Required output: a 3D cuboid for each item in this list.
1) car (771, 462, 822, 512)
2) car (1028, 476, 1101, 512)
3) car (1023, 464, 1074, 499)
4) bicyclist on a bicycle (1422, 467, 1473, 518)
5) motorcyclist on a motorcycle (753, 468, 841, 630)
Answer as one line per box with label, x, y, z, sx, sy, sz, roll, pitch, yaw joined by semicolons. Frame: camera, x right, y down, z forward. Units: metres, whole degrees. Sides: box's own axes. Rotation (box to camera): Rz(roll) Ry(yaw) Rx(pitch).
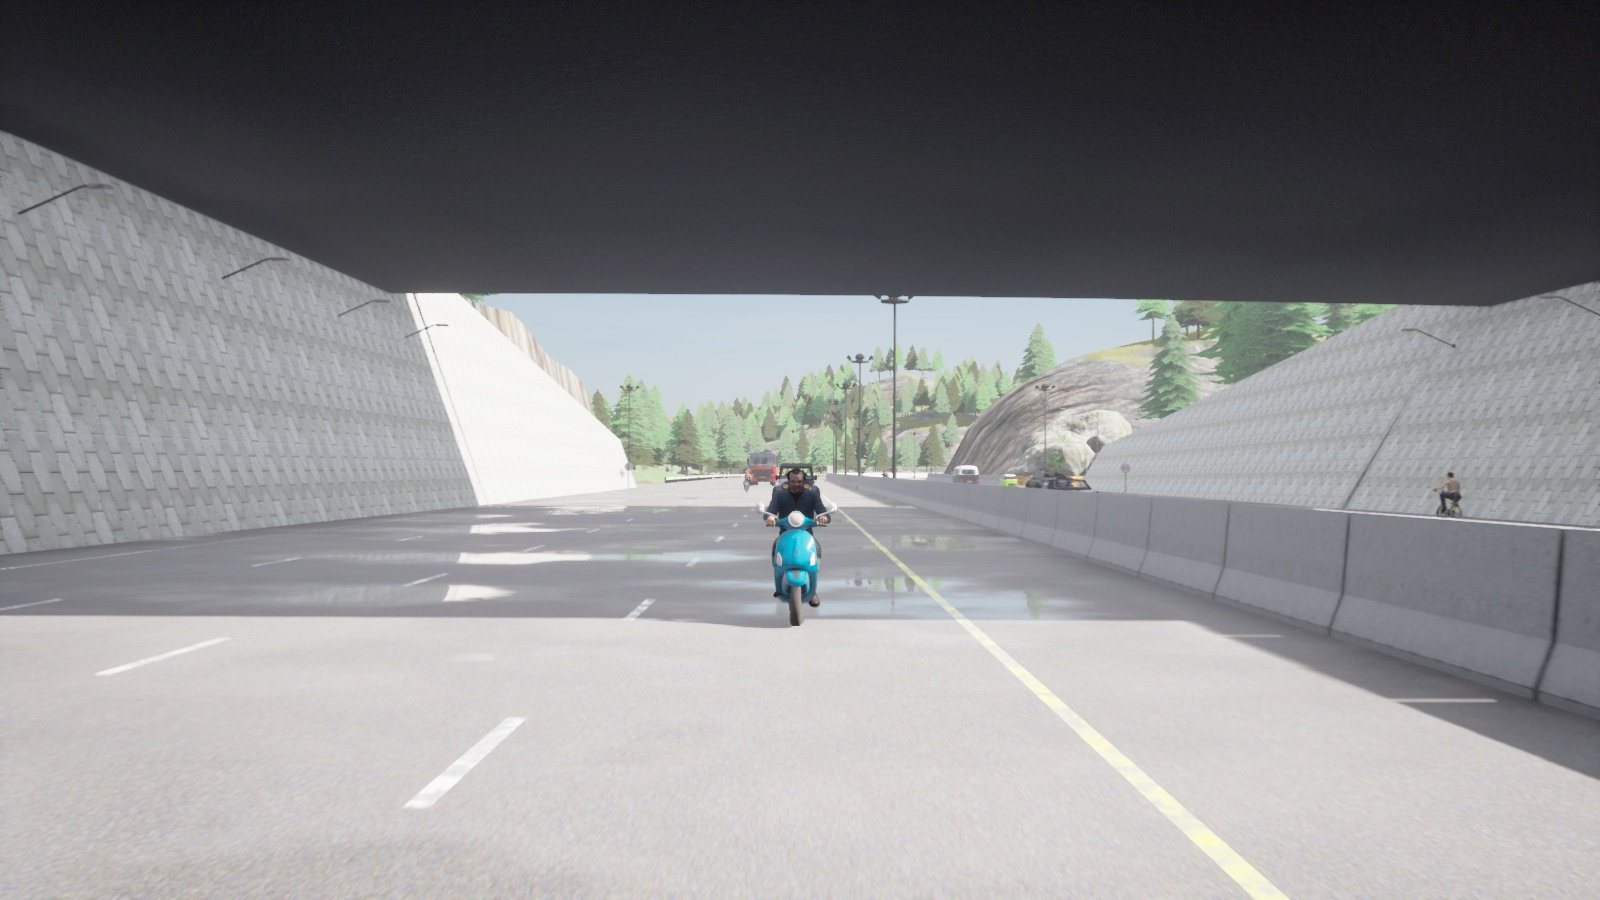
car;-0.139;1.440;49.502;1.905;1.878;3.866;0;-1;0
car;10.362;1.703;49.540;1.895;1.301;4.718;0;-1;0
car;13.789;1.747;69.939;1.932;1.855;4.605;0;-1;0
bicyclist on a bicycle;20.888;1.346;40.546;0.866;1.612;1.509;0;-1;0
motorcyclist on a motorcycle;-0.033;0.992;13.347;0.866;1.590;1.817;0;-1;0
